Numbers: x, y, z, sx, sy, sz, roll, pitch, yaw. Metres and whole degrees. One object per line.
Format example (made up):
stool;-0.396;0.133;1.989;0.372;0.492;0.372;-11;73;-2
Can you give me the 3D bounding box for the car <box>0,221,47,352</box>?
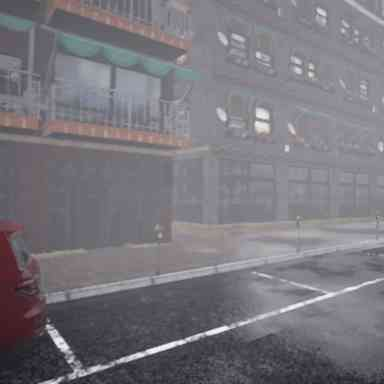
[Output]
car;-4.229;1.315;3.521;5.009;1.841;2.192;0;1;-35
